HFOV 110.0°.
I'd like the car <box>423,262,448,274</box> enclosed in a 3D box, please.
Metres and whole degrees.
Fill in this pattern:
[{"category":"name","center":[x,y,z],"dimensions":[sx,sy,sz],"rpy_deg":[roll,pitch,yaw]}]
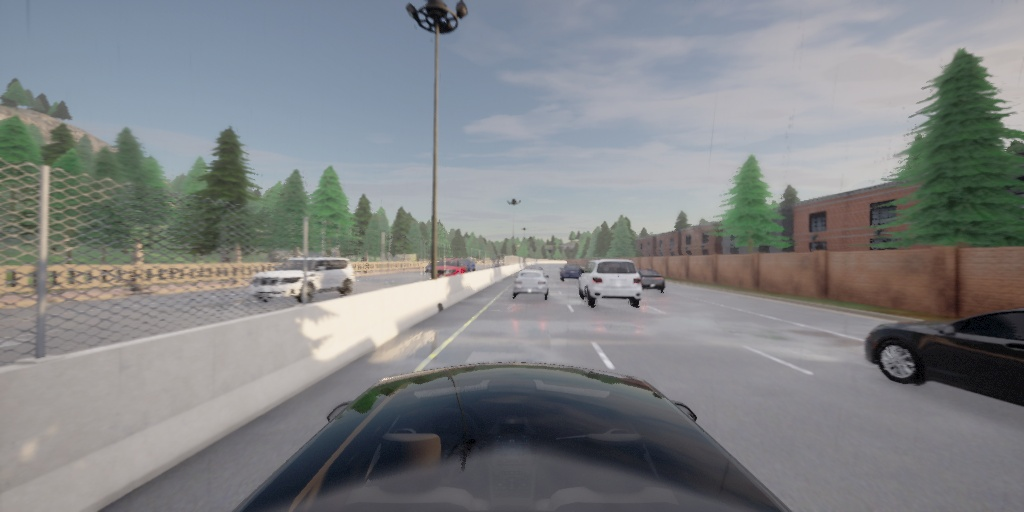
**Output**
[{"category":"car","center":[-10.821,1.675,51.054],"dimensions":[2.128,1.511,4.902],"rpy_deg":[1,-1,5]}]

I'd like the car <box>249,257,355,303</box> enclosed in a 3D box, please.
[{"category":"car","center":[-9.777,1.049,17.371],"dimensions":[2.150,2.045,5.566],"rpy_deg":[1,-1,4]}]

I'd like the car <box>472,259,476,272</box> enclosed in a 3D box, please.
[{"category":"car","center":[-6.996,1.486,55.198],"dimensions":[2.150,2.045,5.566],"rpy_deg":[0,0,5]}]

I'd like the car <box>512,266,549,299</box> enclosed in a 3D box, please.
[{"category":"car","center":[1.058,1.484,19.803],"dimensions":[1.812,1.442,4.674],"rpy_deg":[1,-1,5]}]

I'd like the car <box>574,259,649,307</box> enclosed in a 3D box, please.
[{"category":"car","center":[4.451,1.182,16.981],"dimensions":[2.150,2.045,5.566],"rpy_deg":[1,-1,5]}]

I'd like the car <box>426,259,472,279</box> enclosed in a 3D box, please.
[{"category":"car","center":[-5.280,1.241,30.910],"dimensions":[2.150,2.045,5.566],"rpy_deg":[1,-1,4]}]

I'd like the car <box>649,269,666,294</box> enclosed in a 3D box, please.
[{"category":"car","center":[8.404,1.562,23.392],"dimensions":[2.128,1.511,4.902],"rpy_deg":[1,-1,4]}]

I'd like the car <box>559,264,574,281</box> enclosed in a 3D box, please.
[{"category":"car","center":[5.754,1.527,35.345],"dimensions":[2.097,1.767,4.553],"rpy_deg":[1,-1,4]}]

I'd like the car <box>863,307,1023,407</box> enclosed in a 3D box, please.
[{"category":"car","center":[7.223,1.356,4.432],"dimensions":[1.837,1.490,4.892],"rpy_deg":[0,-1,2]}]
